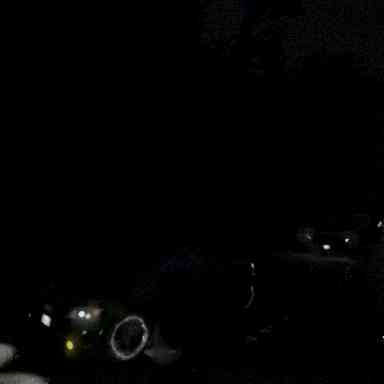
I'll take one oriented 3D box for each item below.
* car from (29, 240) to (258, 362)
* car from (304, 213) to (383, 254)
[{"bbox_3d":[-0.622,1.615,6.066,4.181,1.385,1.994,0,-1,-44],"label":"car"},{"bbox_3d":[6.642,1.610,14.139,2.033,1.411,5.357,-1,-1,41],"label":"car"}]
